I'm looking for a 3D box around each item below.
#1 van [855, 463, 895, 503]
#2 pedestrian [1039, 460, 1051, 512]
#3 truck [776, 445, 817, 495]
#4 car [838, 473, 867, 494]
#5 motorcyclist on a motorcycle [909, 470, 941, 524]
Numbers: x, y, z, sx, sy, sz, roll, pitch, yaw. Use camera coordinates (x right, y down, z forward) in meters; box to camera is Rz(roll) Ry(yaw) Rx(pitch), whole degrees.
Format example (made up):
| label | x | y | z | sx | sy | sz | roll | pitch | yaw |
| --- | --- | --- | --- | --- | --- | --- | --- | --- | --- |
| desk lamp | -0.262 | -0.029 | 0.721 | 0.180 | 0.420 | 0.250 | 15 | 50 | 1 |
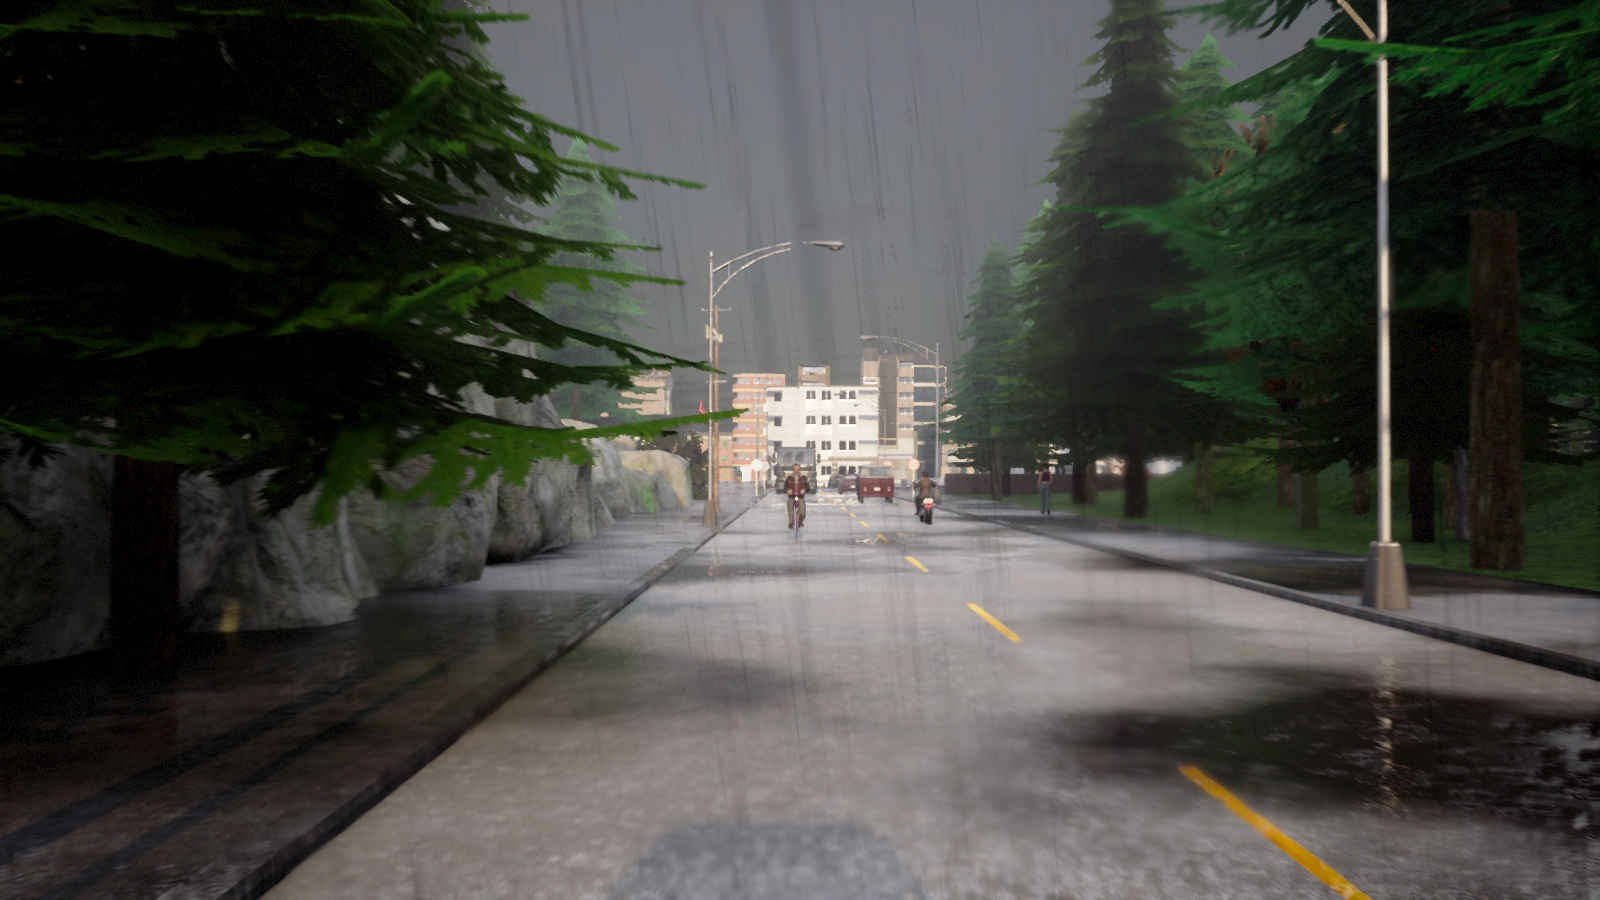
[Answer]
| label | x | y | z | sx | sy | sz | roll | pitch | yaw |
| --- | --- | --- | --- | --- | --- | --- | --- | --- | --- |
| van | 3.840 | 1.693 | 64.846 | 1.775 | 1.987 | 4.442 | 0 | -1 | 0 |
| pedestrian | 8.723 | 1.277 | 44.716 | 0.345 | 1.836 | 0.594 | 0 | -1 | 2 |
| truck | -0.259 | 1.434 | 90.924 | 2.891 | 3.462 | 7.936 | 0 | -1 | 0 |
| car | 3.746 | 2.415 | 90.285 | 1.812 | 1.442 | 4.674 | 0 | -1 | 0 |
| motorcyclist on a motorcycle | 3.904 | 1.442 | 39.295 | 0.766 | 1.649 | 2.350 | 0 | -1 | 0 |
